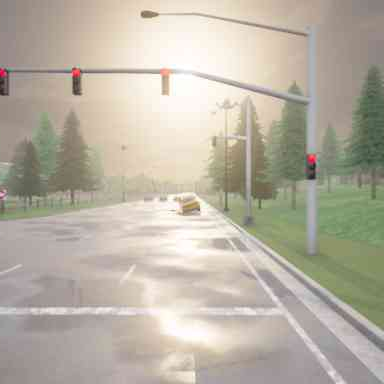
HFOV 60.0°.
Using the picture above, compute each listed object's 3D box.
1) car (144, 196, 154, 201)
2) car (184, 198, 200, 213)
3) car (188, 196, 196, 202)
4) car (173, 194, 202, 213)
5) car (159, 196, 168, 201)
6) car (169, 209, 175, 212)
[{"bbox_3d":[-10.501,1.563,81.369,2.033,1.411,5.357,0,0,0],"label":"car"},{"bbox_3d":[0.040,1.575,39.920,1.812,1.442,4.674,0,2,0],"label":"car"},{"bbox_3d":[-0.001,1.576,81.369,1.994,1.385,4.181,0,0,0],"label":"car"},{"bbox_3d":[-0.503,1.087,36.427,1.882,1.535,5.008,-19,13,-6],"label":"car"},{"bbox_3d":[-7.001,1.563,81.369,2.033,1.411,5.357,0,0,0],"label":"car"},{"bbox_3d":[-2.918,3.371,39.843,1.411,2.033,5.357,-24,-2,-23],"label":"car"}]
